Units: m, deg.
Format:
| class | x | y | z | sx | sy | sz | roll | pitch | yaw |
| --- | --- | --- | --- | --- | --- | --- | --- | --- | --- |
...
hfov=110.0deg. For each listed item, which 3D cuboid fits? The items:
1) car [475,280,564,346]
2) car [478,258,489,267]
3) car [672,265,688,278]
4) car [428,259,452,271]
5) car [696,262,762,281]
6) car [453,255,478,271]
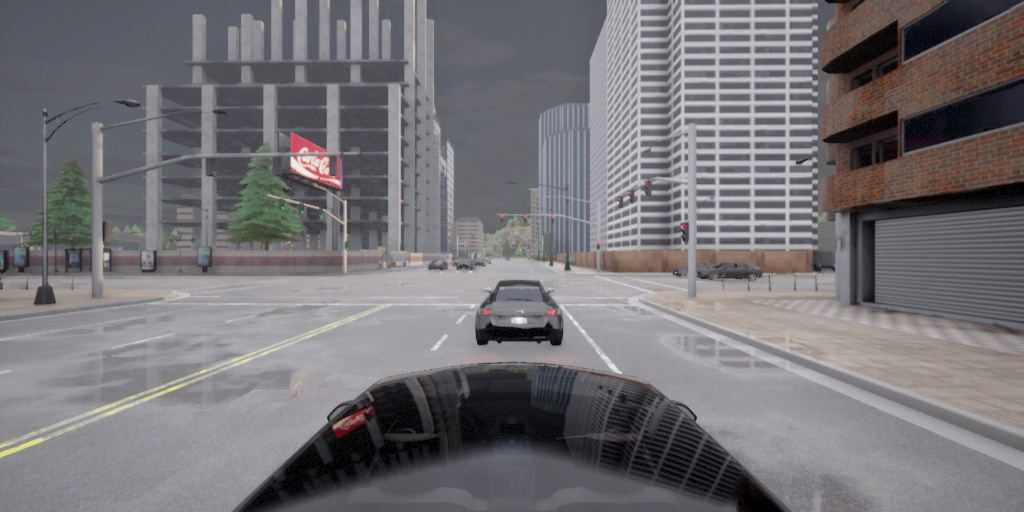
| class | x | y | z | sx | sy | sz | roll | pitch | yaw |
| --- | --- | --- | --- | --- | --- | --- | --- | --- | --- |
| car | 0.194 | 1.311 | 9.452 | 1.994 | 1.385 | 4.181 | 0 | 0 | 1 |
| car | -5.928 | 1.075 | 64.454 | 2.097 | 1.767 | 4.553 | 0 | 0 | 2 |
| car | 16.775 | 1.301 | 32.341 | 4.181 | 1.385 | 1.994 | 0 | 0 | 1 |
| car | -9.779 | 1.209 | 47.585 | 1.882 | 1.535 | 5.008 | 0 | 1 | 1 |
| car | 17.337 | 1.243 | 28.833 | 4.892 | 1.490 | 1.837 | 0 | 0 | 1 |
| car | -6.253 | 1.085 | 48.850 | 2.097 | 1.767 | 4.553 | 0 | 0 | 1 |
